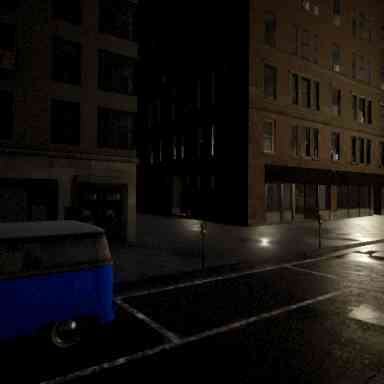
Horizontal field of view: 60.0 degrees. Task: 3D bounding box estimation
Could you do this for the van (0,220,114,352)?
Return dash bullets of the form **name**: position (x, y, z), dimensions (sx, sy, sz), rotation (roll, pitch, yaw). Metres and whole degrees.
- **van**: position (-3.091, 1.341, 4.548), dimensions (3.998, 1.788, 1.690), rotation (0, 1, -36)
